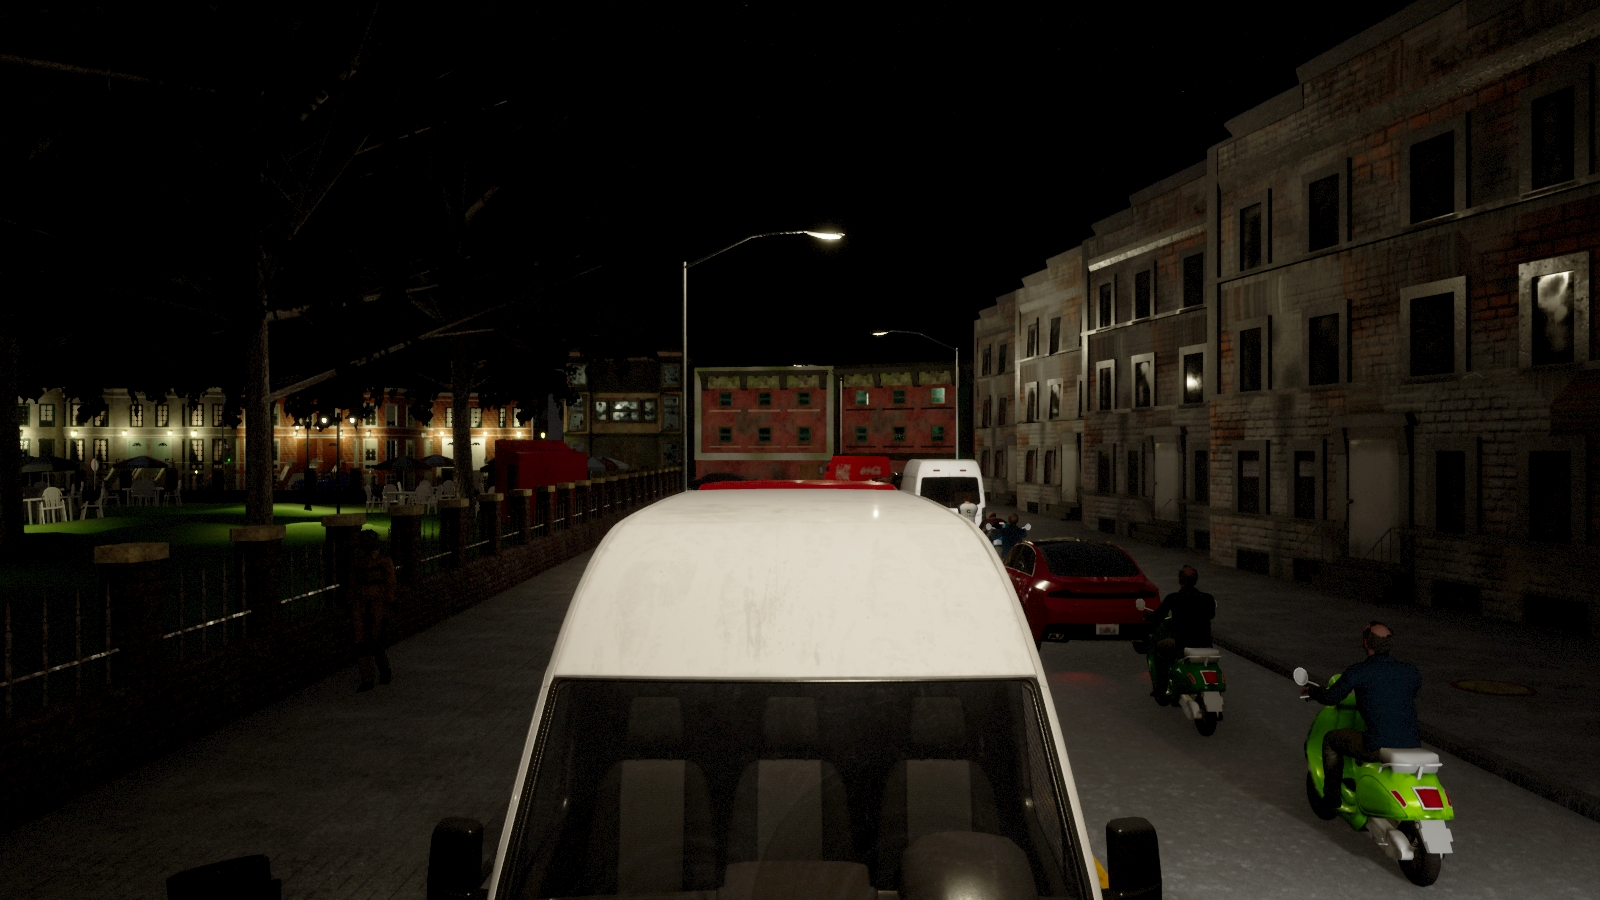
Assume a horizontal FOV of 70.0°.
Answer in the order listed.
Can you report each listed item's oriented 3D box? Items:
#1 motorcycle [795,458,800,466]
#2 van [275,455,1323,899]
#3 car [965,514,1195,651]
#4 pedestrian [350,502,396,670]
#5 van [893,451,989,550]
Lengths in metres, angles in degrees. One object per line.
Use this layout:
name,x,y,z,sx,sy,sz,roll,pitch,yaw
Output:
motorcycle,-0.384,1.962,183.190,0.856,1.236,1.805,0,0,0
van,-0.006,1.314,5.127,1.988,2.561,5.915,0,0,0
car,3.953,1.841,17.118,2.231,1.480,4.892,0,0,0
pedestrian,-4.833,1.525,12.945,0.375,1.860,0.375,0,0,0
van,3.906,1.314,32.634,1.988,2.561,5.915,0,0,0
